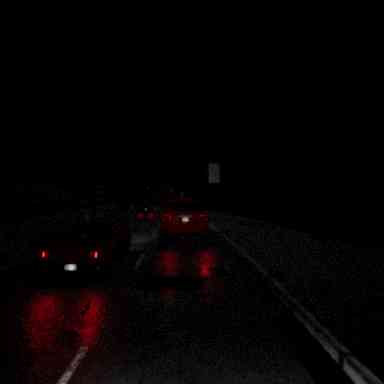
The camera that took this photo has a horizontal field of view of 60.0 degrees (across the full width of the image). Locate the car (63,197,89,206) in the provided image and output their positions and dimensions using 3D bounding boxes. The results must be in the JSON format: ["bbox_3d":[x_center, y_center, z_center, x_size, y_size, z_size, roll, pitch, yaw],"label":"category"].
[{"bbox_3d":[-23.218,1.857,66.528,4.553,1.767,2.185,0,-2,-27],"label":"car"}]

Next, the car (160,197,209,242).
[{"bbox_3d":[-0.424,1.278,16.776,2.150,2.045,5.566,0,0,-3],"label":"car"}]

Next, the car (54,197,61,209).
[{"bbox_3d":[-20.084,1.610,42.945,5.008,1.535,2.097,0,-1,-27],"label":"car"}]

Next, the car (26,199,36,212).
[{"bbox_3d":[-18.955,1.560,34.141,4.892,1.521,2.231,0,0,-26],"label":"car"}]

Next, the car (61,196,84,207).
[{"bbox_3d":[-22.015,1.798,57.690,5.008,1.535,2.097,0,-1,-27],"label":"car"}]

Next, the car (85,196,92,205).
[{"bbox_3d":[-22.639,1.911,63.681,5.366,1.575,1.946,0,-2,-27],"label":"car"}]

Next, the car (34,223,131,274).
[{"bbox_3d":[-3.154,1.628,10.678,1.895,1.301,4.718,0,0,-2],"label":"car"}]

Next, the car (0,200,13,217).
[{"bbox_3d":[-18.319,1.535,28.260,4.892,1.521,2.231,0,0,-25],"label":"car"}]

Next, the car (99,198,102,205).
[{"bbox_3d":[-24.770,2.058,78.329,5.566,2.045,2.435,0,-2,-27],"label":"car"}]

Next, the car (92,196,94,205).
[{"bbox_3d":[-23.581,2.094,69.486,4.674,1.452,2.002,0,-2,-27],"label":"car"}]

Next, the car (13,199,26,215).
[{"bbox_3d":[-18.624,1.546,31.200,4.892,1.521,2.231,0,0,-26],"label":"car"}]

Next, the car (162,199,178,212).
[{"bbox_3d":[-2.917,1.701,43.087,1.882,1.535,5.008,0,-1,-7],"label":"car"}]

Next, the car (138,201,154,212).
[{"bbox_3d":[-5.796,1.795,42.021,1.895,1.301,4.718,0,-1,-7],"label":"car"}]

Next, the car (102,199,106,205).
[{"bbox_3d":[-26.076,2.609,87.098,5.366,1.575,1.946,0,-2,-28],"label":"car"}]

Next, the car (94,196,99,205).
[{"bbox_3d":[-23.946,1.884,72.464,5.566,2.045,2.435,0,-2,-27],"label":"car"}]

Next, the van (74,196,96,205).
[{"bbox_3d":[-24.257,1.995,75.450,4.442,1.987,1.878,0,-2,-27],"label":"van"}]

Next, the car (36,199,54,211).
[{"bbox_3d":[-19.701,1.590,40.007,5.008,1.535,2.097,0,-1,-27],"label":"car"}]
